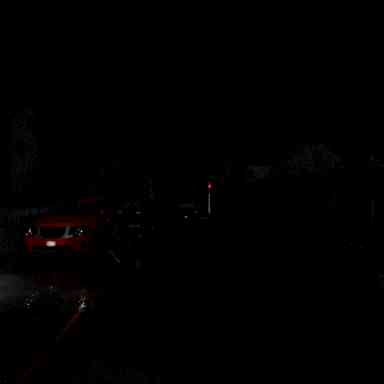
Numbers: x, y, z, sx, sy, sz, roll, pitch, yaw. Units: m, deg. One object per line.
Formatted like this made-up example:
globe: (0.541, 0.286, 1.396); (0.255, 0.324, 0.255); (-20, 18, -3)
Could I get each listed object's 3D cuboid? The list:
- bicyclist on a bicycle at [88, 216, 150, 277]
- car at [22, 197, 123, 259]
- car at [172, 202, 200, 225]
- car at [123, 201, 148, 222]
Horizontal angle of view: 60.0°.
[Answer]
bicyclist on a bicycle: (-1.938, 1.452, 8.772); (1.656, 1.620, 0.582); (-2, 0, -1)
car: (-4.382, 1.221, 12.926); (2.150, 2.045, 5.566); (0, 0, -2)
car: (-0.467, 1.477, 24.361); (1.882, 1.535, 5.008); (0, 0, -2)
car: (-4.615, 1.477, 26.336); (1.882, 1.535, 5.008); (0, 0, -1)
